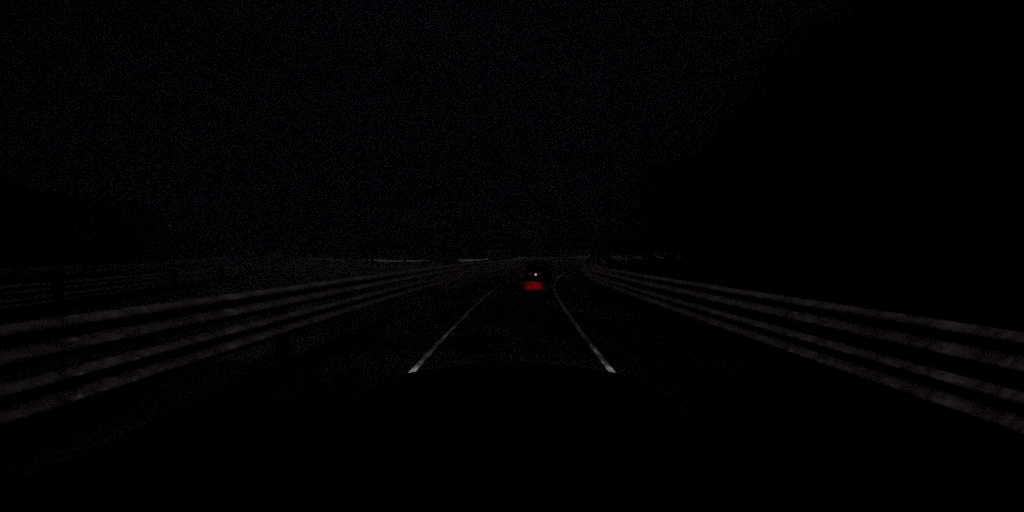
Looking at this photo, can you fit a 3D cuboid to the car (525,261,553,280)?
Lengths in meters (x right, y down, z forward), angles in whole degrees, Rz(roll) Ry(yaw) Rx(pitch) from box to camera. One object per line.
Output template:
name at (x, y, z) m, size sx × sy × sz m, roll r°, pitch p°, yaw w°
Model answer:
car at (2.283, 1.135, 30.037) m, size 1.837 × 1.490 × 4.892 m, roll 0°, pitch 1°, yaw 11°

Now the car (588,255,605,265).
car at (14.922, 0.633, 63.209) m, size 2.097 × 1.767 × 4.553 m, roll 1°, pitch 1°, yaw 30°
